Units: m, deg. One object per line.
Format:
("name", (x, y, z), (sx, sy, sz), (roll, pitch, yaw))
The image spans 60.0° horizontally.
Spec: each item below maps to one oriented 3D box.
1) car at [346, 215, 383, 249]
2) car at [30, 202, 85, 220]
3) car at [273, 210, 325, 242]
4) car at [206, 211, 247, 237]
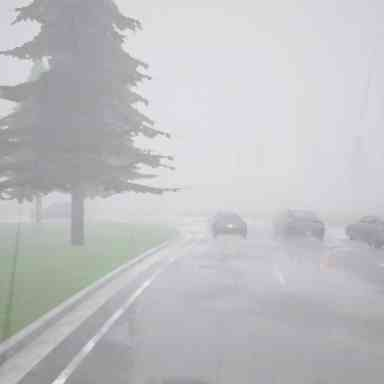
("car", (8.907, 1.785, 15.745), (1.994, 1.385, 4.181), (0, -1, 5))
("car", (-12.276, 1.727, 30.464), (4.553, 1.767, 2.097), (0, 0, -7))
("car", (5.618, 1.736, 17.995), (2.128, 1.511, 4.902), (0, -1, 4))
("car", (1.994, 1.829, 20.017), (1.994, 1.385, 4.181), (0, -1, -3))
